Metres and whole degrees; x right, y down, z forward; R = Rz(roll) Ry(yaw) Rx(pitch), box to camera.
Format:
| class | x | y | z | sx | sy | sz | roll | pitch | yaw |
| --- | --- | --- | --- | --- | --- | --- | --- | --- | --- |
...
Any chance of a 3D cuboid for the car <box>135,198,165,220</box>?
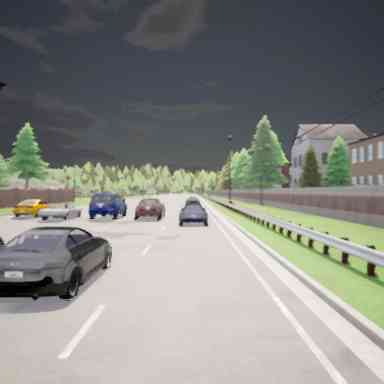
| class | x | y | z | sx | sy | sz | roll | pitch | yaw |
| --- | --- | --- | --- | --- | --- | --- | --- | --- | --- |
| car | -3.396 | 1.285 | 27.645 | 2.097 | 1.767 | 4.553 | 0 | 0 | 0 |

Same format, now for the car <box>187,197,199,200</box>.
| class | x | y | z | sx | sy | sz | roll | pitch | yaw |
| --- | --- | --- | --- | --- | --- | --- | --- | --- | --- |
| car | 0.104 | 1.405 | 41.442 | 1.837 | 1.490 | 4.892 | 0 | 0 | 0 |

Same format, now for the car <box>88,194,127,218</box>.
| class | x | y | z | sx | sy | sz | roll | pitch | yaw |
| --- | --- | --- | --- | --- | --- | --- | --- | --- | --- |
| car | -6.897 | 1.154 | 27.703 | 2.150 | 2.045 | 5.566 | 0 | 0 | 0 |

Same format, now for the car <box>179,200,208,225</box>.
| class | x | y | z | sx | sy | sz | roll | pitch | yaw |
| --- | --- | --- | --- | --- | --- | --- | --- | --- | --- |
| car | 0.103 | 1.507 | 23.612 | 1.994 | 1.385 | 4.181 | 0 | 0 | 0 |

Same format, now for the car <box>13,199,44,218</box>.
| class | x | y | z | sx | sy | sz | roll | pitch | yaw |
| --- | --- | --- | --- | --- | --- | --- | --- | --- | --- |
| car | -13.897 | 1.406 | 29.634 | 1.882 | 1.535 | 5.008 | 0 | 0 | 0 |

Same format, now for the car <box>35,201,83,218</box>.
| class | x | y | z | sx | sy | sz | roll | pitch | yaw |
| --- | --- | --- | --- | --- | --- | --- | --- | --- | --- |
| car | -10.398 | 1.536 | 26.728 | 1.895 | 1.301 | 4.718 | 0 | 0 | 0 |

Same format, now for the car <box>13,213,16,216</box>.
| class | x | y | z | sx | sy | sz | roll | pitch | yaw |
| --- | --- | --- | --- | --- | --- | --- | --- | --- | --- |
| car | -6.912 | 1.504 | 8.839 | 1.812 | 1.442 | 4.674 | 0 | 0 | 0 |

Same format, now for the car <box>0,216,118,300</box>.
| class | x | y | z | sx | sy | sz | roll | pitch | yaw |
| --- | --- | --- | --- | --- | --- | --- | --- | --- | --- |
| car | -3.399 | 1.544 | 8.363 | 1.994 | 1.385 | 4.181 | 0 | 0 | 0 |
